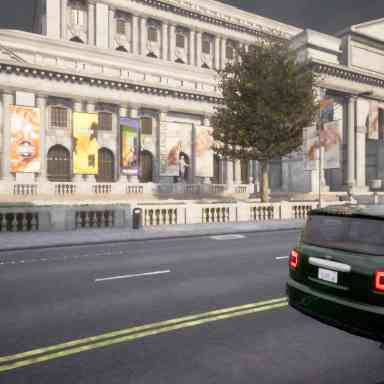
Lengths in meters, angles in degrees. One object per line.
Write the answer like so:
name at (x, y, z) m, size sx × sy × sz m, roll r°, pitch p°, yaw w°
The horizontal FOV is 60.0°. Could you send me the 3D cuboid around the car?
car at (4.175, 1.221, 5.829) m, size 5.566 × 2.045 × 2.150 m, roll 0°, pitch 0°, yaw -29°
